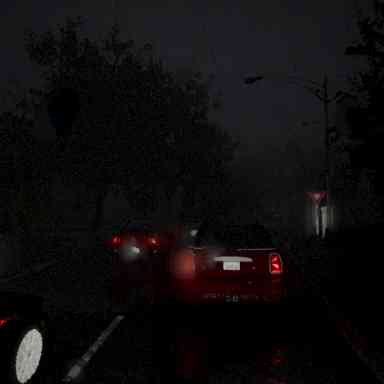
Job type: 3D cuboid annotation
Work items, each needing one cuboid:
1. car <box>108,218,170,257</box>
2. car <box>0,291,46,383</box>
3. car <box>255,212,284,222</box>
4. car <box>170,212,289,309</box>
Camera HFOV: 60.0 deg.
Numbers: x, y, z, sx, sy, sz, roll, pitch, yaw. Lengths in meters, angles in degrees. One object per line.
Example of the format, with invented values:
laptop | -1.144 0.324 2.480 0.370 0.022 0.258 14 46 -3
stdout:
car | -1.488 1.663 13.108 1.895 1.301 4.718 -1 -1 10
car | -2.876 1.485 2.295 1.882 1.535 5.008 0 0 2
car | 11.711 3.785 50.787 1.837 1.490 4.892 3 -4 -22
car | 0.978 1.354 8.103 2.097 1.767 4.553 -1 0 7
